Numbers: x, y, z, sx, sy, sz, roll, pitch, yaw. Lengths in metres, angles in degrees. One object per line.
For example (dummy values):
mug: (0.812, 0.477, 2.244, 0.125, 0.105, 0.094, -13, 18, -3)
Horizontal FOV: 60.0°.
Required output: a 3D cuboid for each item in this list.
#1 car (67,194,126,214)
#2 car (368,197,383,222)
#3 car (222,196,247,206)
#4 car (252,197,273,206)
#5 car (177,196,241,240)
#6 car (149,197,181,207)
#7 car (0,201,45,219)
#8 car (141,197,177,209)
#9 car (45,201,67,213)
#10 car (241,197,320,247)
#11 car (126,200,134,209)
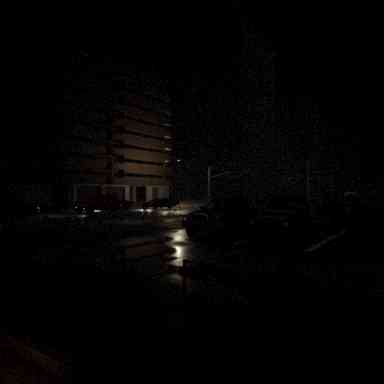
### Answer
car: (-10.295, 1.221, 36.288, 2.150, 2.045, 5.566, 0, 0, 34)
car: (15.945, 1.395, 27.283, 1.970, 1.475, 3.806, 0, 0, 34)
car: (7.200, 1.491, 55.725, 2.128, 1.511, 4.902, 0, 0, 34)
car: (12.101, 1.526, 56.746, 1.812, 1.442, 4.674, 0, 0, 34)
car: (1.553, 1.153, 15.995, 1.932, 1.855, 4.605, 0, 0, 34)
car: (-4.110, 1.547, 51.711, 2.033, 1.411, 5.357, 0, 0, 35)
car: (-15.400, 1.564, 28.687, 1.994, 1.385, 4.181, 0, 0, 34)
car: (-4.487, 1.547, 44.925, 2.033, 1.411, 5.357, 0, 0, 34)
car: (-15.317, 1.601, 35.090, 1.895, 1.301, 4.718, 0, 0, 34)
car: (3.920, 1.156, 14.329, 1.905, 1.878, 3.866, 0, 0, 34)
car: (-9.942, 1.547, 43.095, 2.033, 1.411, 5.357, 0, 0, 34)
